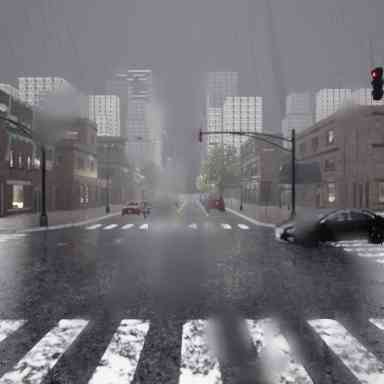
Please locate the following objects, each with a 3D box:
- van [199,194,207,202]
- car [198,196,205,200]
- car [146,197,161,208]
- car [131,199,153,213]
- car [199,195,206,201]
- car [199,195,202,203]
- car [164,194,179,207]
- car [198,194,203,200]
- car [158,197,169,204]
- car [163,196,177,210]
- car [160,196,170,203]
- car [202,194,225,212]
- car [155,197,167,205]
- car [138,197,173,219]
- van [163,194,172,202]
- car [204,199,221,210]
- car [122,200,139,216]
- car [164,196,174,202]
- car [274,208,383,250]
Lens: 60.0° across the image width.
[{"bbox_3d":[2.686,1.419,82.746,1.690,1.788,3.998,0,0,0],"label":"van"},{"bbox_3d":[2.686,1.684,93.795,1.802,1.307,4.206,0,0,0],"label":"car"},{"bbox_3d":[-5.692,1.551,49.423,1.752,1.417,4.829,0,0,0],"label":"car"},{"bbox_3d":[-5.691,1.581,38.542,1.947,1.339,4.313,0,0,0],"label":"car"},{"bbox_3d":[2.686,1.616,88.441,1.752,1.417,4.829,0,0,0],"label":"car"},{"bbox_3d":[2.688,1.598,55.120,1.947,1.339,4.313,0,0,0],"label":"car"},{"bbox_3d":[-3.088,1.521,52.174,2.128,1.511,4.902,0,0,0],"label":"car"},{"bbox_3d":[2.687,1.590,60.645,2.008,1.369,4.403,0,0,0],"label":"car"},{"bbox_3d":[-5.693,1.630,66.169,1.802,1.307,4.206,0,0,0],"label":"car"},{"bbox_3d":[-3.097,1.520,39.713,1.837,1.490,4.892,0,0,0],"label":"car"},{"bbox_3d":[-5.693,1.582,71.524,1.752,1.417,4.829,0,0,0],"label":"car"},{"bbox_3d":[2.689,1.330,38.543,2.192,1.841,5.009,0,0,0],"label":"car"},{"bbox_3d":[-5.693,1.621,60.644,1.802,1.307,4.206,0,0,0],"label":"car"},{"bbox_3d":[-3.100,1.499,29.539,2.128,1.511,4.902,0,0,0],"label":"car"},{"bbox_3d":[-5.693,1.408,77.220,1.690,1.788,3.998,0,0,0],"label":"van"},{"bbox_3d":[2.688,1.586,44.069,1.947,1.339,4.313,0,0,0],"label":"car"},{"bbox_3d":[-5.779,1.555,33.021,1.887,1.381,4.507,0,0,0],"label":"car"},{"bbox_3d":[-5.694,1.629,82.745,2.008,1.369,4.403,0,0,0],"label":"car"},{"bbox_3d":[5.873,1.445,13.945,4.902,1.511,2.128,-1,0,-11],"label":"car"}]
